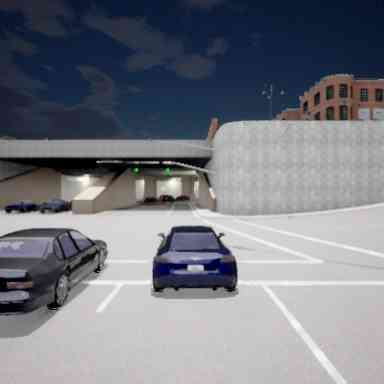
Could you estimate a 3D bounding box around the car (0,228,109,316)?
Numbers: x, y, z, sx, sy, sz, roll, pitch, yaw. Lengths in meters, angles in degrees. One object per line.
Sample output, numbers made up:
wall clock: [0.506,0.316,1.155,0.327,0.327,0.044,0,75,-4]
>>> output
car: [-3.431,1.555,7.790,2.033,1.411,5.357,0,0,-1]

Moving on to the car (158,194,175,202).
car: [-5.943,1.315,77.460,2.097,1.767,4.553,0,0,24]

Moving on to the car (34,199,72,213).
car: [-14.799,1.528,36.342,2.033,1.411,5.357,0,0,-1]

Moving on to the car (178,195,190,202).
car: [-2.137,1.484,77.498,1.812,1.442,4.674,0,0,28]

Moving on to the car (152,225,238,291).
car: [0.000,1.593,9.128,1.994,1.385,4.181,0,0,-2]

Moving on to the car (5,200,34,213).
car: [-18.297,1.582,36.234,1.895,1.301,4.718,0,0,-1]

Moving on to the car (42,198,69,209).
car: [-18.519,1.577,45.396,1.895,1.301,4.718,0,0,-1]

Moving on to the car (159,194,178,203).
car: [-4.766,1.317,67.702,2.097,1.767,4.553,0,0,6]

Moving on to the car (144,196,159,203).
car: [-8.284,1.512,67.410,2.033,1.411,5.357,0,0,6]

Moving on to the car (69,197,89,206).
car: [-18.722,1.535,55.433,1.994,1.385,4.181,0,0,-1]
